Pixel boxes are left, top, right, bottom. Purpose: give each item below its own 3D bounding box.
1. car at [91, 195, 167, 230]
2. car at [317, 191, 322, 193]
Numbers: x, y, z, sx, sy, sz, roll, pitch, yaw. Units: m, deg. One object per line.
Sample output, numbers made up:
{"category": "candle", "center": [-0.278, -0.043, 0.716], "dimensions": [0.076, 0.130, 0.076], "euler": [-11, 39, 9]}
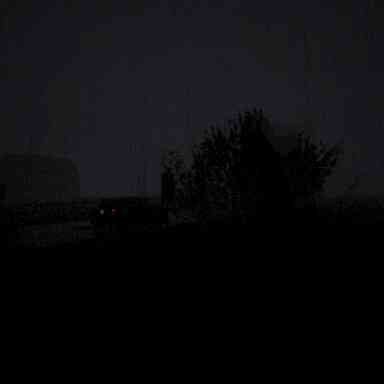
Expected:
{"category": "car", "center": [-3.440, 1.039, 19.089], "dimensions": [2.097, 1.767, 4.553], "euler": [1, 2, 36]}
{"category": "car", "center": [19.208, 0.086, 52.489], "dimensions": [2.150, 2.045, 5.566], "euler": [1, 2, 31]}
